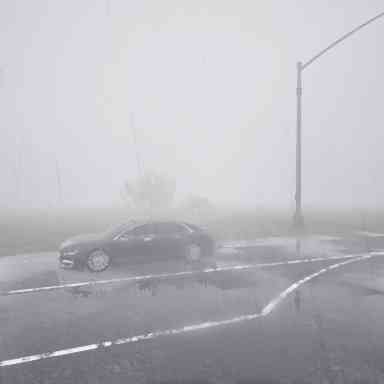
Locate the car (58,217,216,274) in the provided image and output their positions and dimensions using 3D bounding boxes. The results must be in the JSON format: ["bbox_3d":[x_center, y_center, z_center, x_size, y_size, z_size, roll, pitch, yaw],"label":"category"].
[{"bbox_3d":[-1.603,1.586,10.534,4.892,1.490,1.837,0,0,-25],"label":"car"}]
